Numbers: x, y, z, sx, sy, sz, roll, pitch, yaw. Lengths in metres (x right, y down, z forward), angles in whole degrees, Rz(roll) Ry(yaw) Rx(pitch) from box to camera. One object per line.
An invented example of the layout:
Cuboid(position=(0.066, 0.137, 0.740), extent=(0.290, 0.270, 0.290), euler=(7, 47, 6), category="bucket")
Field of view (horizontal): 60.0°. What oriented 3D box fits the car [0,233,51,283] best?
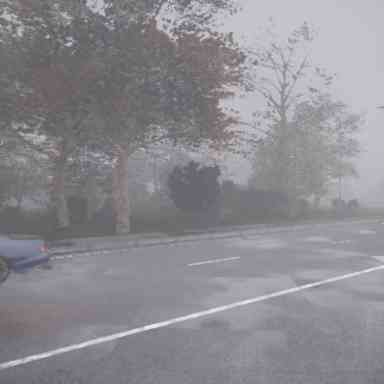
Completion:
Cuboid(position=(-6.359, 1.540, 8.031), extent=(5.357, 1.411, 2.033), euler=(0, 0, -35), category="car")
